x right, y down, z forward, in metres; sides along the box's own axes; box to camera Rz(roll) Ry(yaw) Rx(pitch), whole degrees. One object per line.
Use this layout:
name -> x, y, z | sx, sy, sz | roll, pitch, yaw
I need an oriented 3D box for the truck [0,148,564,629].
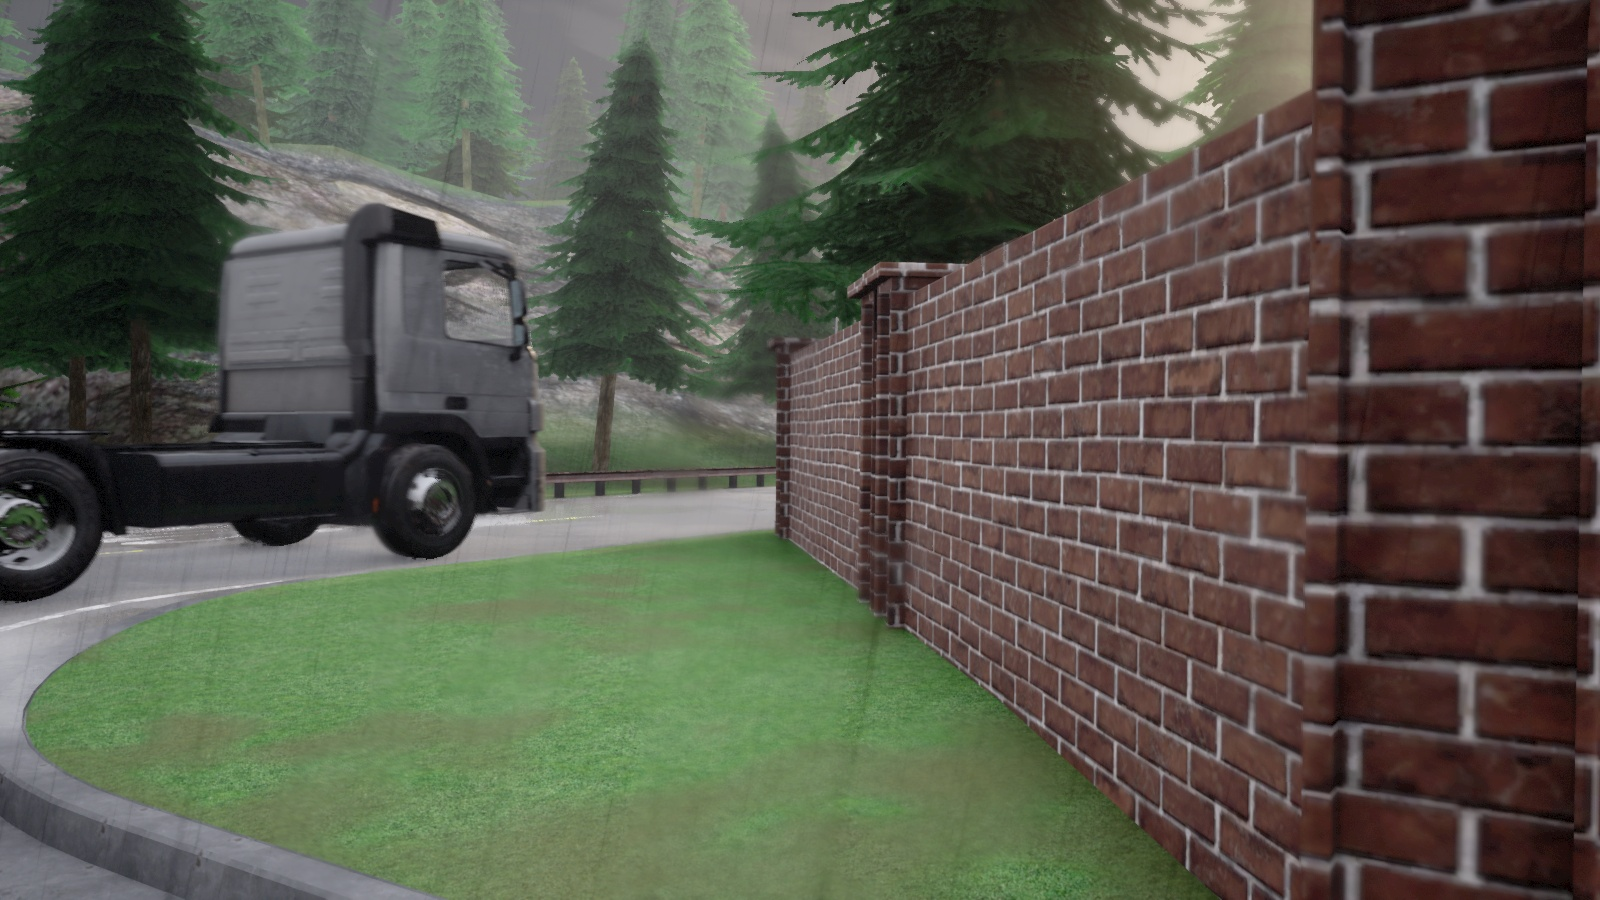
truck -> -6.007, -0.492, 11.331 | 2.891, 3.462, 7.936 | 0, 2, 33
